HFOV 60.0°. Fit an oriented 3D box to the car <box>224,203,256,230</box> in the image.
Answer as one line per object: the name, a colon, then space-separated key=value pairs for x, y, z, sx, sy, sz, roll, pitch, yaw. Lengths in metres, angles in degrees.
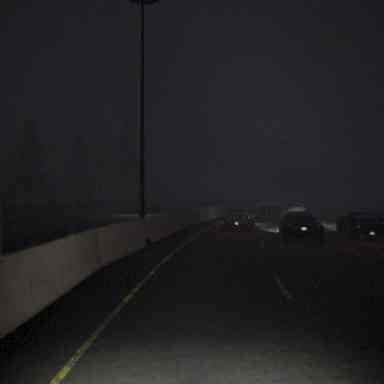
car: x=3.341 y=1.737 z=22.888 sx=1.812 sy=1.442 sz=4.674 roll=0 pitch=-1 yaw=14

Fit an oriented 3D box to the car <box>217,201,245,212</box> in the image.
car: x=5.712 y=1.988 z=48.127 sx=2.033 sy=1.411 sz=5.357 roll=0 pitch=-1 yaw=29

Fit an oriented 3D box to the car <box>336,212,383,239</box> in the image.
car: x=9.476 y=1.788 z=18.719 sx=1.895 sy=1.301 sz=4.718 roll=0 pitch=-1 yaw=13

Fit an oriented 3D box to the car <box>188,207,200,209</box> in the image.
car: x=0.376 y=1.896 z=45.301 sx=2.128 sy=1.511 sz=4.902 roll=0 pitch=-1 yaw=26

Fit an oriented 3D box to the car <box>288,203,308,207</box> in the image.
car: x=10.891 y=1.854 z=34.274 sx=1.812 sy=1.442 sz=4.674 roll=0 pitch=-1 yaw=22

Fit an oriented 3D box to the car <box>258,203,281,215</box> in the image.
car: x=9.265 y=1.970 z=39.256 sx=1.895 sy=1.301 sz=4.718 roll=0 pitch=-1 yaw=24

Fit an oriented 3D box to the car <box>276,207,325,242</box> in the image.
car: x=5.727 y=1.734 z=17.722 sx=1.994 sy=1.385 sz=4.181 roll=0 pitch=-1 yaw=12
